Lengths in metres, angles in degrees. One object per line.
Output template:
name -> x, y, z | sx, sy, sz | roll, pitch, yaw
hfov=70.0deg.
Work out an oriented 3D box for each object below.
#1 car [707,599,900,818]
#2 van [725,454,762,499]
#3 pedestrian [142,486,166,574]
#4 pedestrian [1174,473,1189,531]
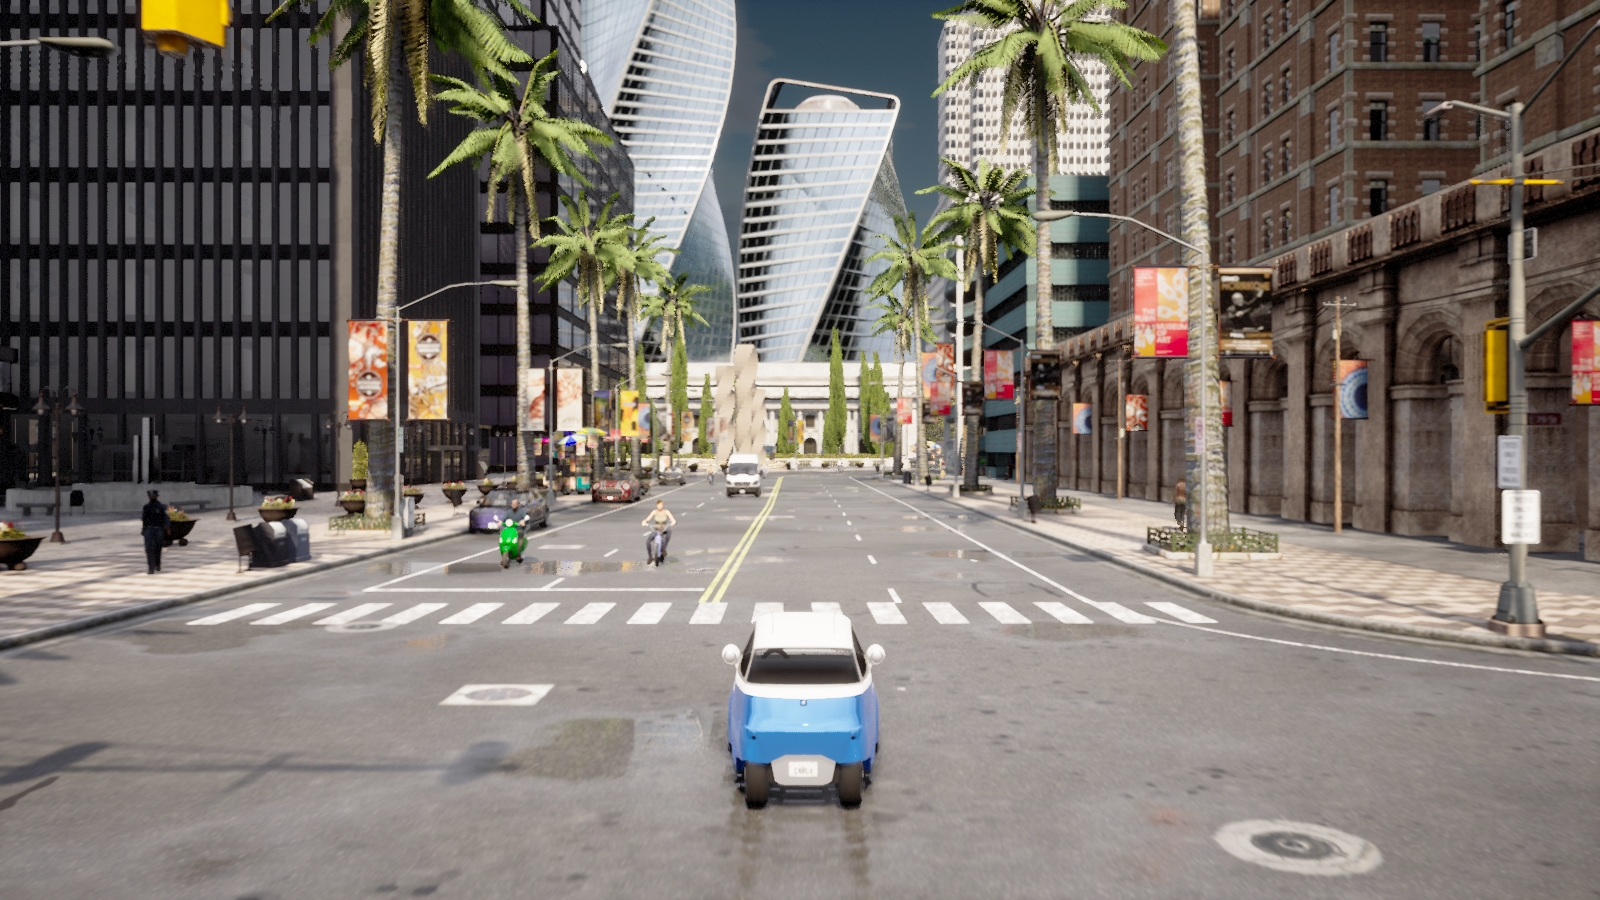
car -> 0.029, 2.121, 9.851 | 1.481, 1.376, 2.207 | 0, 0, 0
van -> -3.365, 1.542, 69.079 | 1.988, 2.561, 5.915 | 0, 0, 0
pedestrian -> -13.780, 1.698, 24.386 | 0.375, 1.860, 0.375 | 0, 0, -19
pedestrian -> 12.471, 1.700, 37.341 | 0.375, 1.860, 0.375 | 0, 0, 1
